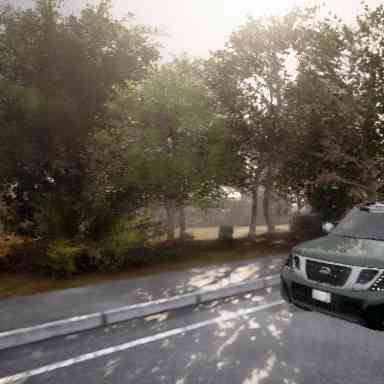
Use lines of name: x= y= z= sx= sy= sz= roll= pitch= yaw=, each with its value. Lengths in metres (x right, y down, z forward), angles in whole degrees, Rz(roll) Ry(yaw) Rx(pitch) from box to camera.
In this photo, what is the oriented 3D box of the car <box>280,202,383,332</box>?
car: x=4.231 y=1.249 z=6.701 sx=5.566 sy=2.045 sz=2.150 roll=0 pitch=0 yaw=-35
